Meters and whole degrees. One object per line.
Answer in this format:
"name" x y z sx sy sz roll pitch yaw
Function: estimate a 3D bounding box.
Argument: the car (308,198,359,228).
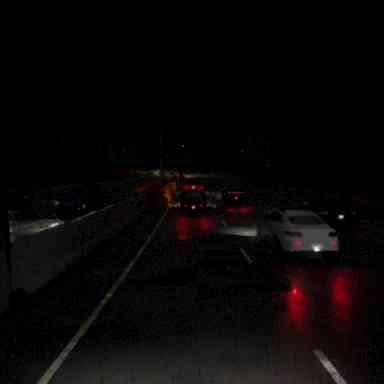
"car" 7.098 1.017 17.822 1.994 1.385 4.181 0 4 0

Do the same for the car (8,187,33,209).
"car" -14.068 0.399 25.866 1.812 1.442 4.674 0 4 0

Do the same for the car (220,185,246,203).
"car" 3.631 0.102 29.521 2.128 1.511 4.902 0 4 0

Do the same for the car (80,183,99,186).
"car" -10.509 -0.147 33.692 2.033 1.411 5.357 0 4 1

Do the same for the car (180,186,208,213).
"car" 0.109 0.597 23.177 1.812 1.442 4.674 0 4 0

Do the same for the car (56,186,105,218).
"car" -7.091 0.660 21.621 1.882 1.535 5.008 0 4 0

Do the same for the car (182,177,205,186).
"car" 0.147 -0.492 33.966 2.150 2.045 5.566 0 4 0

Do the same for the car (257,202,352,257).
"car" 3.598 1.297 11.903 1.812 1.442 4.674 0 2 0
